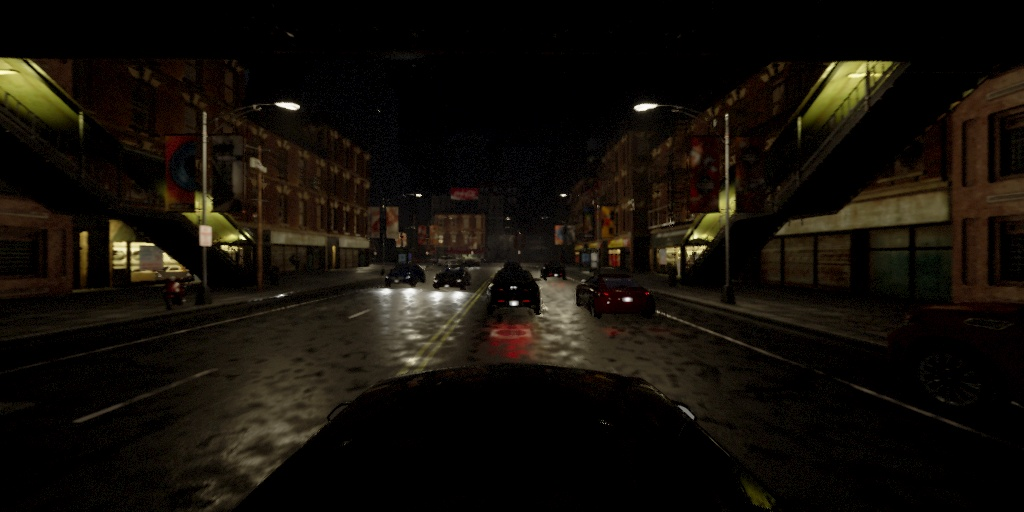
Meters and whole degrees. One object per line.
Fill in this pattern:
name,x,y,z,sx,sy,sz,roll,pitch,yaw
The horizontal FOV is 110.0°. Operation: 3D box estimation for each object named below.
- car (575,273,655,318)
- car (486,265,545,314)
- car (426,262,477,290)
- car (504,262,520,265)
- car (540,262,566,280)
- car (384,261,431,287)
car,3.561,1.316,13.074,1.994,1.385,4.181,0,0,0
car,0.058,1.259,13.862,1.837,1.490,4.892,0,0,0
car,-3.676,1.307,22.847,2.033,1.411,5.357,0,0,0
car,-0.007,1.264,30.972,1.837,1.490,4.892,0,0,0
car,3.494,1.262,30.930,1.837,1.490,4.892,0,0,0
car,-7.180,1.288,24.582,1.812,1.442,4.674,0,0,0
